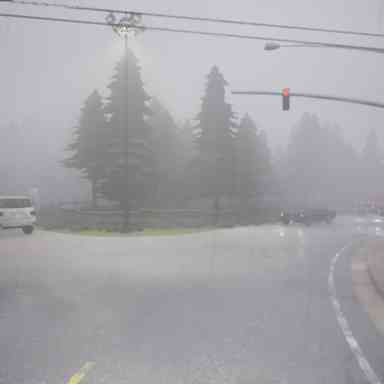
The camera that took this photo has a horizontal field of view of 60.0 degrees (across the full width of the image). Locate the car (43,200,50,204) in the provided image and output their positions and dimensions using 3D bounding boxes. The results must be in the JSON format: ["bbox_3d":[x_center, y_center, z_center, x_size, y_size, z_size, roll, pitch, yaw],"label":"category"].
[{"bbox_3d":[-20.969,1.618,44.355,1.895,1.301,4.718,0,0,7],"label":"car"}]

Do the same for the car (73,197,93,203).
[{"bbox_3d":[-16.350,1.508,51.089,2.128,1.511,4.902,0,0,12],"label":"car"}]

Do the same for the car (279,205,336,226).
[{"bbox_3d":[8.113,1.596,23.179,4.718,1.301,1.895,0,0,-42],"label":"car"}]

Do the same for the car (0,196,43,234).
[{"bbox_3d":[-10.667,1.244,18.390,5.566,2.045,2.150,0,0,42],"label":"car"}]

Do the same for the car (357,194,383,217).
[{"bbox_3d":[17.780,1.208,31.530,5.566,2.045,2.150,-1,1,-40],"label":"car"}]
